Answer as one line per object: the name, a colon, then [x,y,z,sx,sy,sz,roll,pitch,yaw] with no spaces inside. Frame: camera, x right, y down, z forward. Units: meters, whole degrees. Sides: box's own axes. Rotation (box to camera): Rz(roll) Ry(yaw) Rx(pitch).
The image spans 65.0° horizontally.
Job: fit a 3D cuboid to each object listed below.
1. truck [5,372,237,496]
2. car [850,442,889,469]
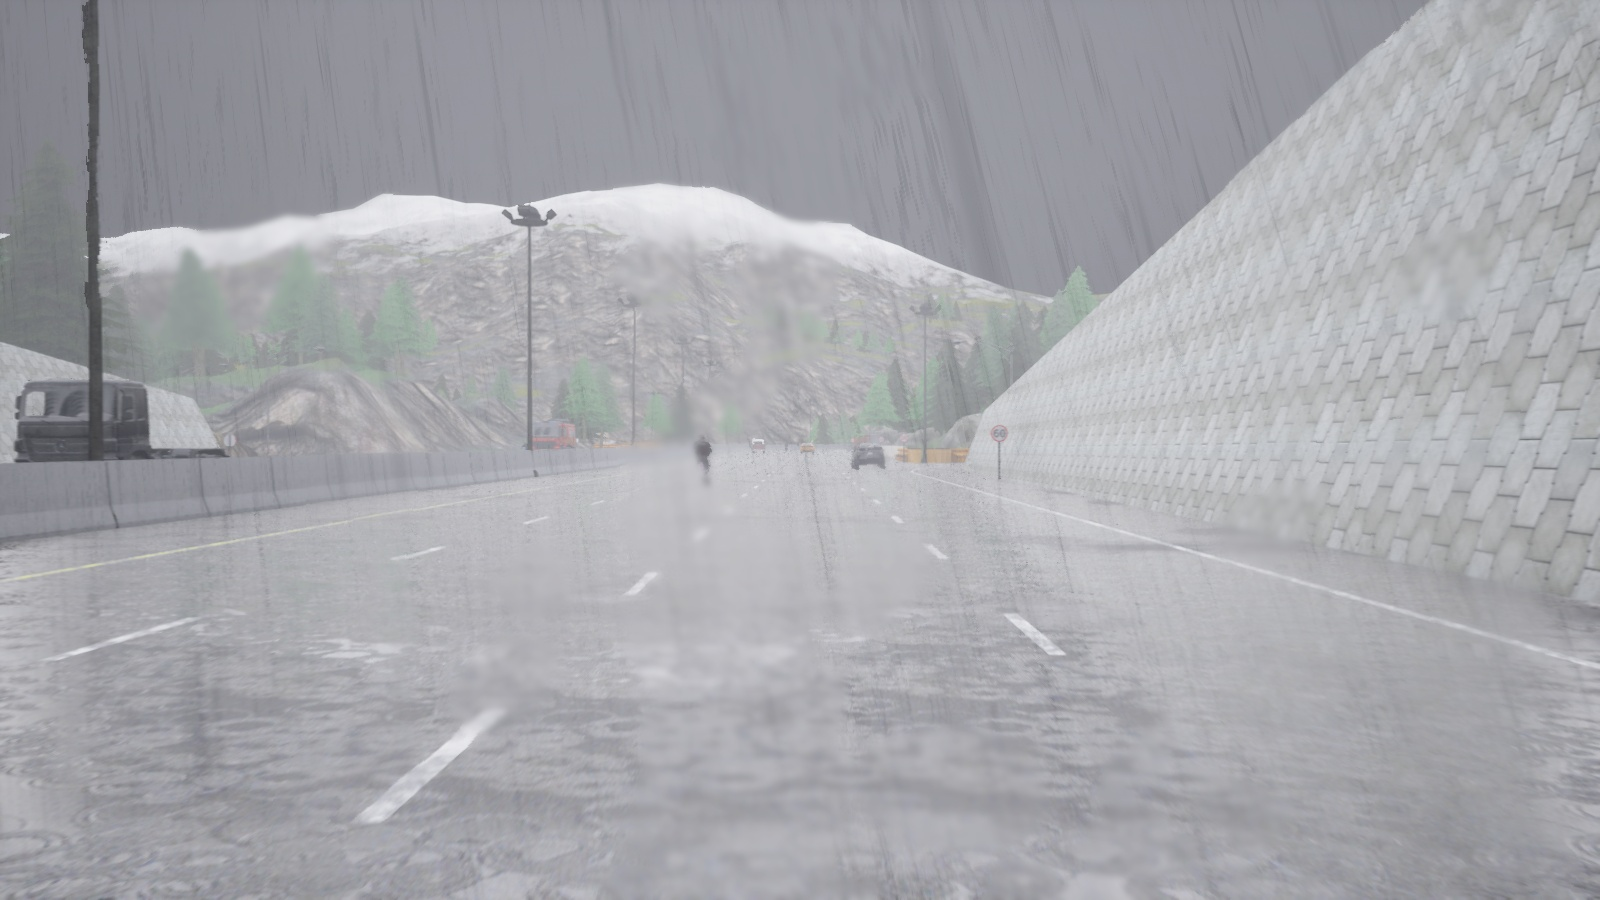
truck: [-20.761,-0.472,39.074,2.891,3.462,7.936,0,0,0]
car: [3.923,0.293,71.480,2.007,1.525,4.514,0,0,0]
